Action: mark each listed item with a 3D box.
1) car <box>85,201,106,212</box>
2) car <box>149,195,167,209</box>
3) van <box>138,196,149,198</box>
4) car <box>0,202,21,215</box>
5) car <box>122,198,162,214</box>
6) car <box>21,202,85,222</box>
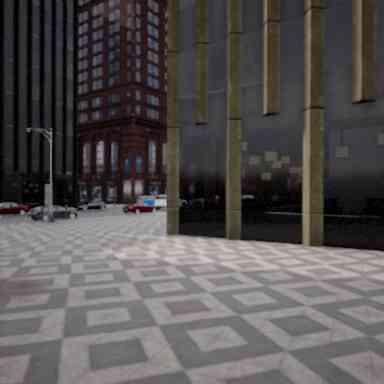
[{"bbox_3d":[-13.045,1.771,42.872,1.947,1.339,4.313,1,0,35],"label":"car"},{"bbox_3d":[-3.014,1.441,47.055,2.150,2.045,5.566,0,0,35],"label":"car"},{"bbox_3d":[-6.912,1.532,51.519,1.690,1.788,3.998,0,0,35],"label":"van"},{"bbox_3d":[-19.176,1.770,34.225,1.887,1.381,4.507,1,0,35],"label":"car"},{"bbox_3d":[-5.935,1.797,38.161,1.887,1.381,4.507,0,0,35],"label":"car"},{"bbox_3d":[-12.180,1.823,29.352,2.008,1.369,4.403,1,0,35],"label":"car"}]
